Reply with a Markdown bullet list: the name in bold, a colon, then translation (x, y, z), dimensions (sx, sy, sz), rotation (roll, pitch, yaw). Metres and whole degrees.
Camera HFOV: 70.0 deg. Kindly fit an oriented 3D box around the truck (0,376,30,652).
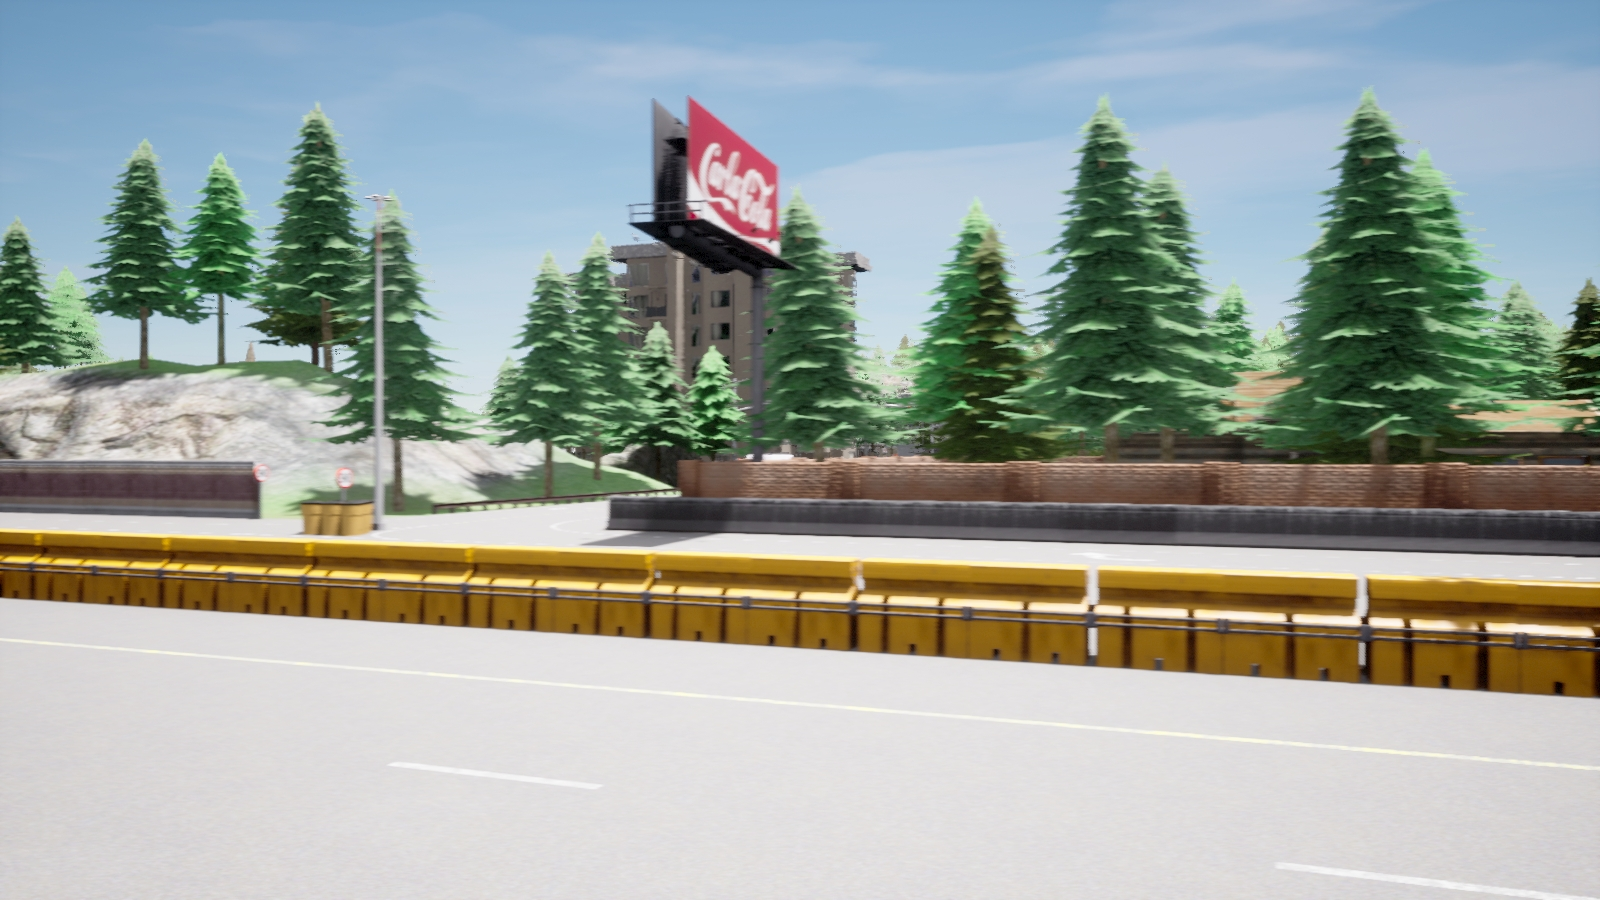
- **truck**: translation (-15.449, 0.890, 16.364), dimensions (8.468, 3.827, 2.891), rotation (0, 0, 20)
